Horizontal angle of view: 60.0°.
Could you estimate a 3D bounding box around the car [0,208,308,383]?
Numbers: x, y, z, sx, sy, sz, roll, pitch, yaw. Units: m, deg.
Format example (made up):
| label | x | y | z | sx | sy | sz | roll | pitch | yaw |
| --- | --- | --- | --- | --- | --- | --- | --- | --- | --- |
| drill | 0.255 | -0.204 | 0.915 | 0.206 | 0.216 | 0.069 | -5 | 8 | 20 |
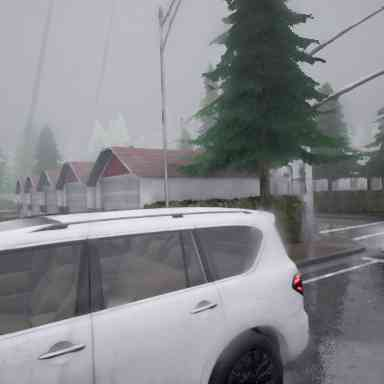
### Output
| label | x | y | z | sx | sy | sz | roll | pitch | yaw |
| --- | --- | --- | --- | --- | --- | --- | --- | --- | --- |
| car | -1.321 | 1.237 | 3.045 | 5.566 | 2.045 | 2.150 | -1 | 0 | -34 |
